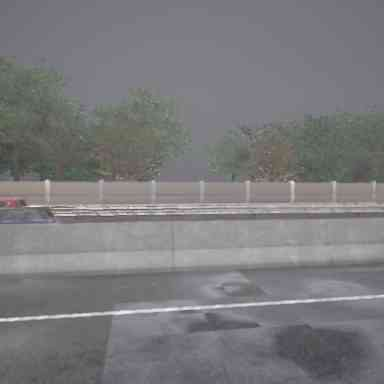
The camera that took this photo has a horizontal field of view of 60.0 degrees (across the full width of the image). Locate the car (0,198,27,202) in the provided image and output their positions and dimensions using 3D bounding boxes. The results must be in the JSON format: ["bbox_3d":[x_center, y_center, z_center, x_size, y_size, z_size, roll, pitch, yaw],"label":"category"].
[{"bbox_3d":[-11.239,1.339,17.105,5.566,2.045,2.150,0,0,-10],"label":"car"}]

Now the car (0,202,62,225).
[{"bbox_3d":[-7.929,1.448,14.135,4.553,1.767,2.097,0,0,-10],"label":"car"}]

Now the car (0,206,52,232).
[{"bbox_3d":[-11.504,1.644,20.611,4.892,1.490,1.837,0,0,-10],"label":"car"}]
